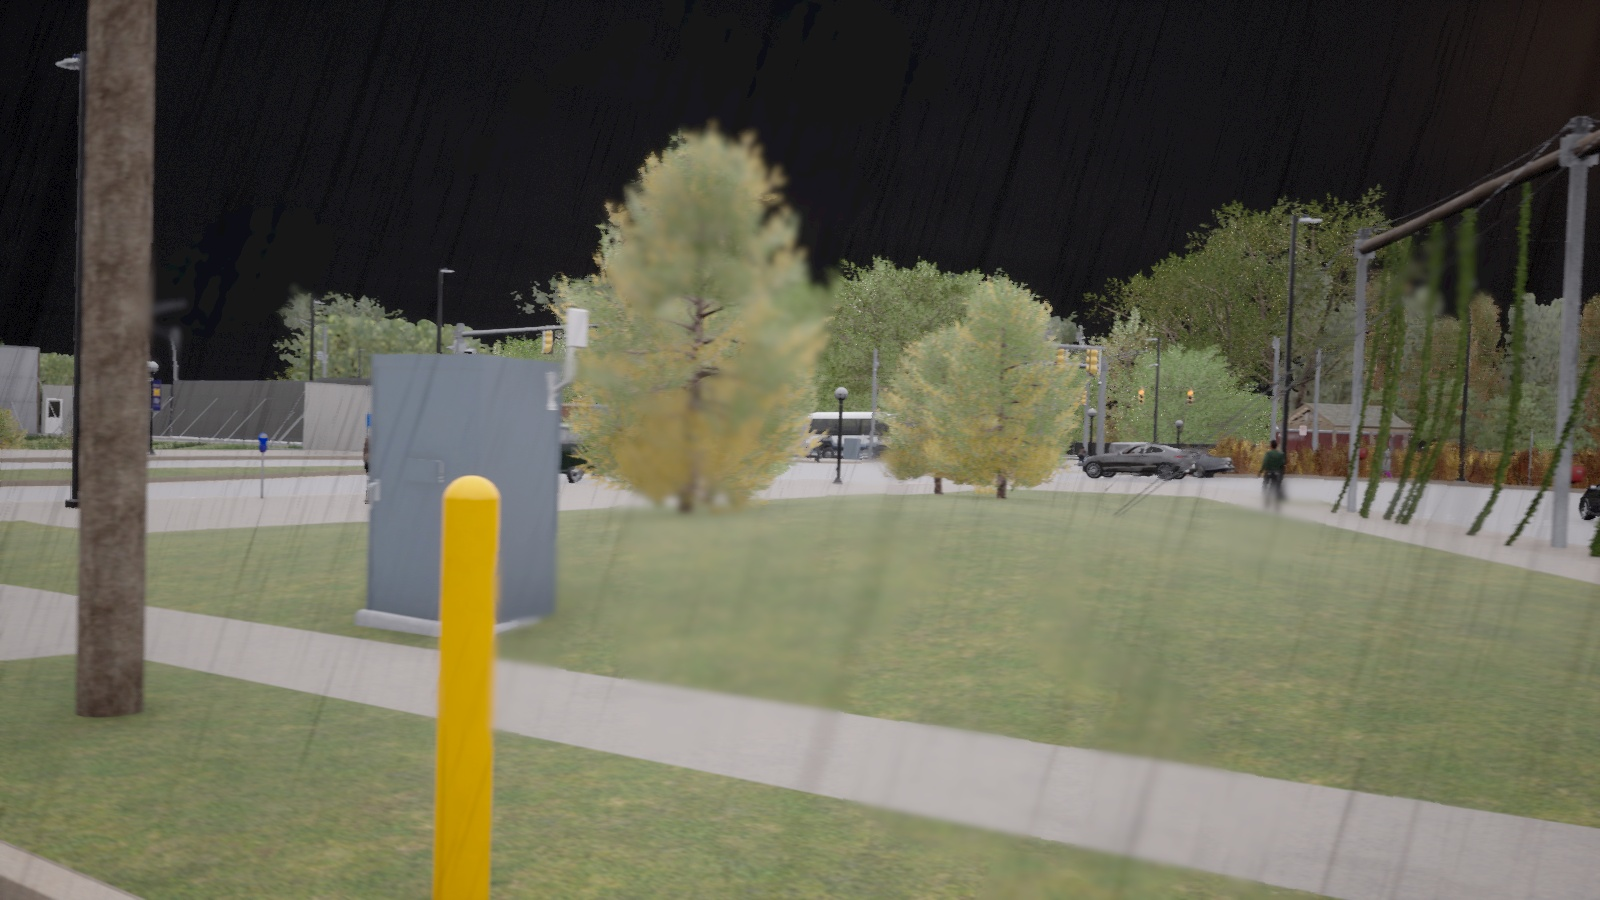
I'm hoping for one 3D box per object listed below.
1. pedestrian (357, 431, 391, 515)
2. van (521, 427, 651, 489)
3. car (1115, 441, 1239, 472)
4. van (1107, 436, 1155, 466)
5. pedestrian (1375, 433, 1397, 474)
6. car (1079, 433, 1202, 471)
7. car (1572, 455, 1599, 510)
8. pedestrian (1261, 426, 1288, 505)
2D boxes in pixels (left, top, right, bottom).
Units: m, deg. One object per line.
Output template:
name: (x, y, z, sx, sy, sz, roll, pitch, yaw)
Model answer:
pedestrian: (-9.494, 0.494, 27.984, 0.331, 1.846, 0.634, 2, 2, 31)
van: (-7.170, 0.201, 42.557, 1.775, 1.987, 4.442, 1, 1, 34)
car: (18.070, 0.301, 60.295, 5.357, 1.411, 2.033, 0, 1, 34)
van: (22.796, 0.036, 86.303, 1.775, 1.987, 4.442, 0, 1, 35)
pedestrian: (28.474, 0.144, 61.031, 0.873, 1.952, 0.659, 2, 2, 28)
car: (15.595, 0.093, 57.554, 5.027, 1.651, 2.152, 0, 1, 33)
car: (23.209, 0.942, 34.836, 1.845, 1.501, 3.633, 1, 1, 11)
pedestrian: (12.018, 0.386, 31.801, 0.423, 1.949, 0.788, 1, 2, 8)
